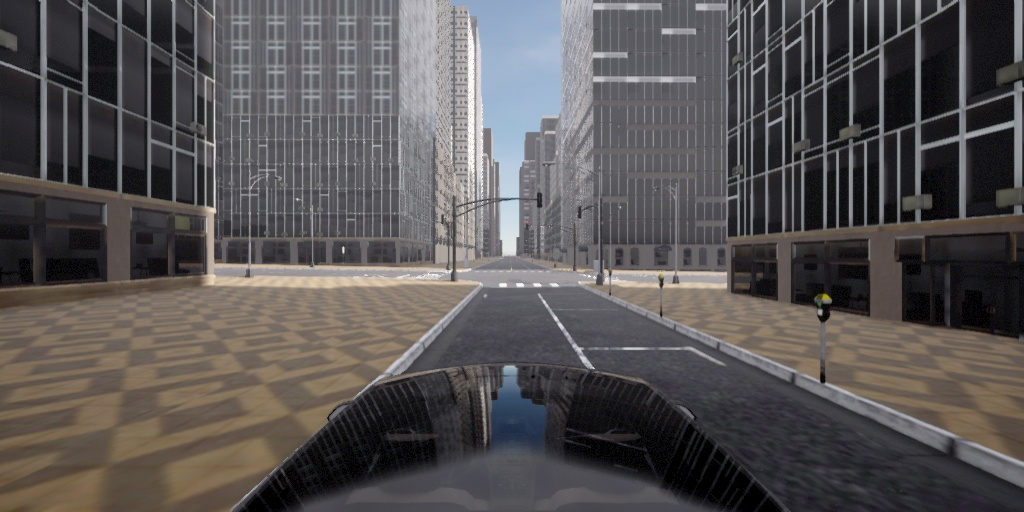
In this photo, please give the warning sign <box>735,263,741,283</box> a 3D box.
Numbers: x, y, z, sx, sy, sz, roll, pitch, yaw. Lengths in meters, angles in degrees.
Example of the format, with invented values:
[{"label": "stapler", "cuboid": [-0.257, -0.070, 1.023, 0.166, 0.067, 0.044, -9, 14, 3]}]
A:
[{"label": "warning sign", "cuboid": [17.262, 1.179, 27.990, 1.060, 1.860, 1.300, 0, 0, -3]}]
